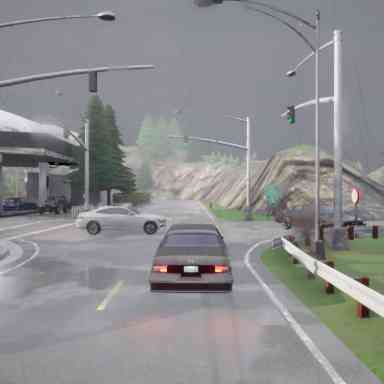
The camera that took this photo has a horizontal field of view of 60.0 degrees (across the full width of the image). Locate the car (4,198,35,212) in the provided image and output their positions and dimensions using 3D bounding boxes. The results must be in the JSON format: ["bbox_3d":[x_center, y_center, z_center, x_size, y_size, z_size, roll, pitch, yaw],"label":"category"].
[{"bbox_3d":[-20.315,1.480,39.558,2.242,1.667,4.611,0,0,-1],"label":"car"}]

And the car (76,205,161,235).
[{"bbox_3d":[-3.647,1.415,17.461,4.674,1.442,1.812,0,0,-1],"label":"car"}]

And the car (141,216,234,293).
[{"bbox_3d":[0.032,1.547,8.978,2.033,1.411,5.357,0,0,1],"label":"car"}]

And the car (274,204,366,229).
[{"bbox_3d":[6.532,1.359,17.644,2.033,1.411,5.357,0,0,-20],"label":"car"}]

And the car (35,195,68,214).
[{"bbox_3d":[-14.600,1.313,35.292,1.905,1.878,3.866,0,0,-1],"label":"car"}]
